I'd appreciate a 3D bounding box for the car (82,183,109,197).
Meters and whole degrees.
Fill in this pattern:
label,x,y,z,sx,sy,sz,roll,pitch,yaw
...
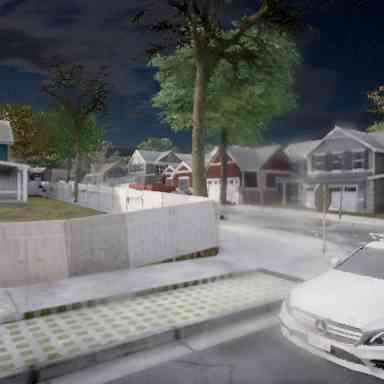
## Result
label,x,y,z,sx,sy,sz,roll,pitch,yaw
car,-11.734,-0.306,40.257,2.097,1.767,4.553,1,2,-34

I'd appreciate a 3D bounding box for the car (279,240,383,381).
label,x,y,z,sx,sy,sz,roll,pitch,yaw
car,3.441,1.527,5.297,4.674,1.442,1.812,0,0,-34

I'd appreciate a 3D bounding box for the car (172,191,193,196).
label,x,y,z,sx,sy,sz,roll,pitch,yaw
car,-0.062,0.707,23.109,1.837,1.490,4.892,1,2,-34
